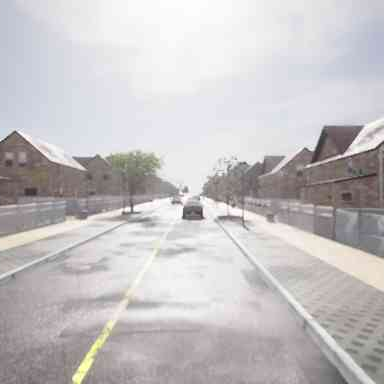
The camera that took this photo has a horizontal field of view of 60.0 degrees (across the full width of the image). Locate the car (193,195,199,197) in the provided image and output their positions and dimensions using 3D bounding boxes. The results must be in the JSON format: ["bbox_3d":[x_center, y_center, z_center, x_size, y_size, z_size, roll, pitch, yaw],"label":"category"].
[{"bbox_3d":[0.084,1.481,45.533,1.882,1.535,5.008,0,0,0],"label":"car"}]

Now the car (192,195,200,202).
[{"bbox_3d":[0.939,1.538,80.280,1.882,1.535,5.008,0,0,0],"label":"car"}]

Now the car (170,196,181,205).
[{"bbox_3d":[-2.797,1.547,60.296,1.812,1.442,4.674,0,0,1],"label":"car"}]

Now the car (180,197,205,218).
[{"bbox_3d":[0.091,1.500,30.304,1.837,1.490,4.892,0,0,0],"label":"car"}]
